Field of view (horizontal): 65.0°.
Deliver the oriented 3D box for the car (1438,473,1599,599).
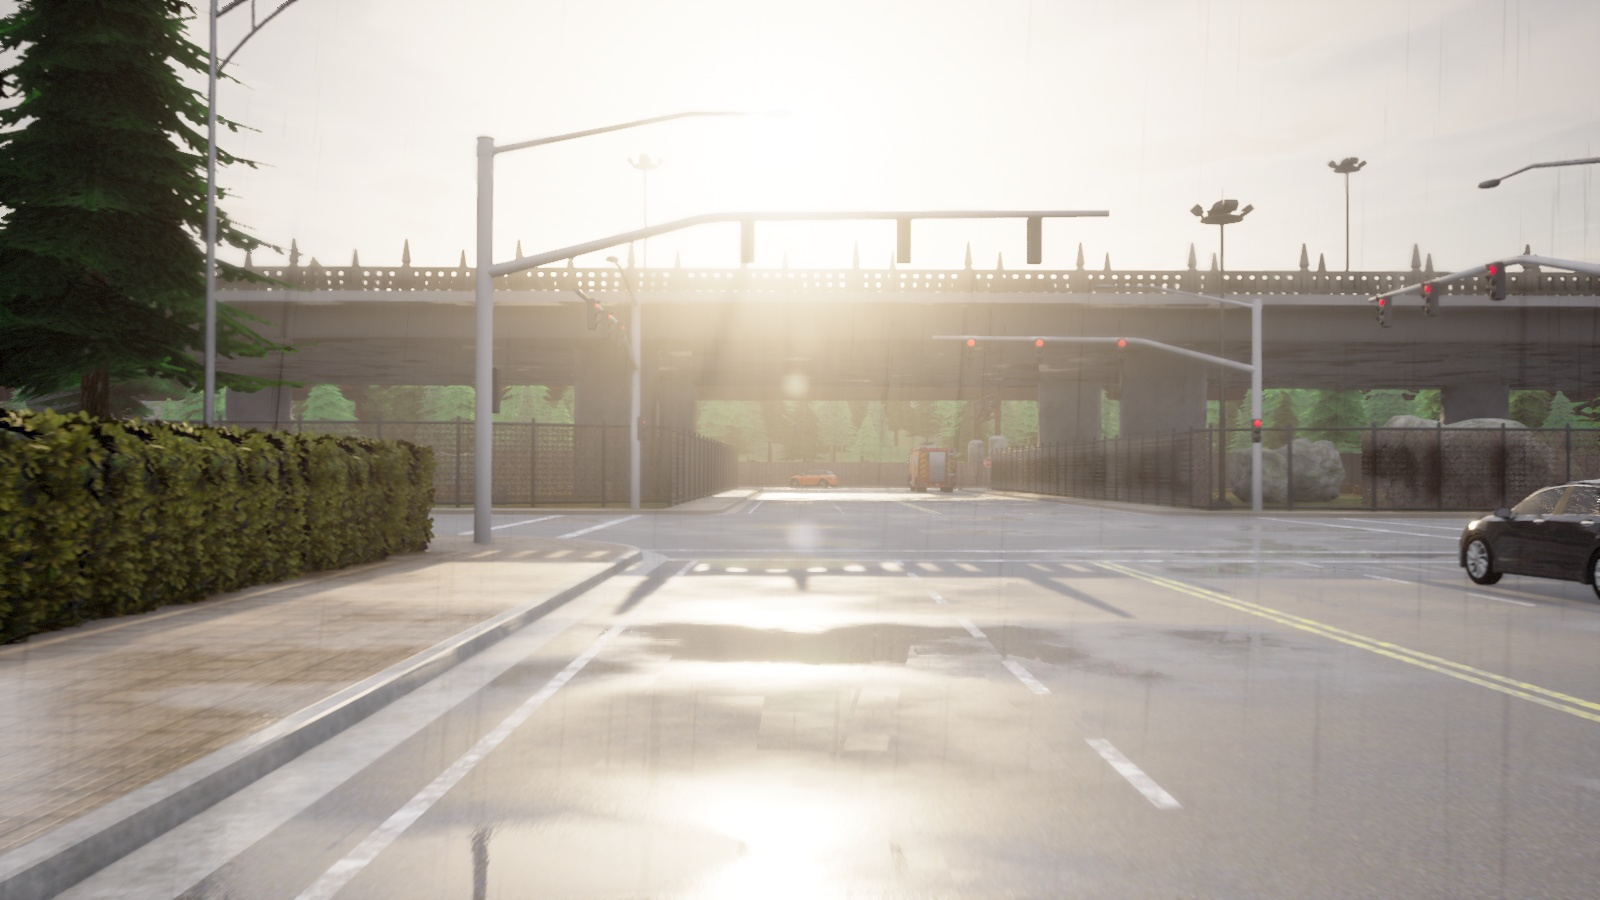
[{"bbox_3d":[10.461,1.051,16.314,1.837,1.490,4.892,0,-1,0],"label":"car"}]
